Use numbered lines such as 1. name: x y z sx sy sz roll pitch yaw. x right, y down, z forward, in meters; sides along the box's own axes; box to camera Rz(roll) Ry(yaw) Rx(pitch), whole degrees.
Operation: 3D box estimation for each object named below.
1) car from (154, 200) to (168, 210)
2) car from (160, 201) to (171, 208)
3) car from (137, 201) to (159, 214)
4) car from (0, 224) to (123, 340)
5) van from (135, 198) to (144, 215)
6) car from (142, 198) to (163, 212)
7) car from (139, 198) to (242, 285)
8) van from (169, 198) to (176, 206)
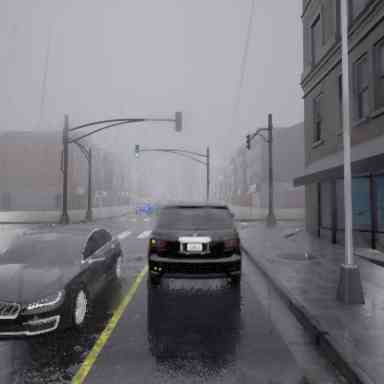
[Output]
1. car: -5.199 2.141 55.648 1.887 1.381 4.507 2 -1 0
2. car: -5.180 2.395 66.226 1.802 1.307 4.206 2 -1 0
3. car: -5.230 1.855 40.085 2.008 1.369 4.403 2 -1 0
4. car: -2.725 1.502 6.946 1.837 1.490 4.892 0 0 0
5. van: -5.230 1.585 36.769 1.690 1.788 3.998 2 -1 0
6. car: -5.213 1.710 45.074 2.192 1.841 5.009 2 -1 0
7. car: 0.086 1.194 9.535 2.150 2.045 5.566 0 1 1
8. van: -5.134 2.630 87.387 1.690 1.788 3.998 1 -1 0
